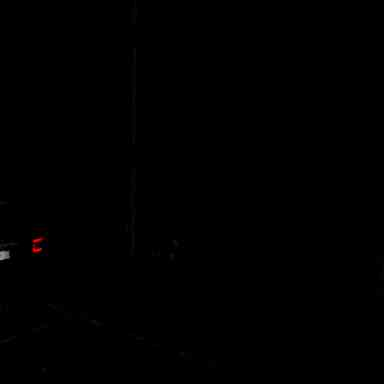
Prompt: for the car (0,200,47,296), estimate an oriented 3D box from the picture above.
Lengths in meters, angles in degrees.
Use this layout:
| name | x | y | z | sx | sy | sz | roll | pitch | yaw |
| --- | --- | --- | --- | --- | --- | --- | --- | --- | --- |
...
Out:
| name | x | y | z | sx | sy | sz | roll | pitch | yaw |
| --- | --- | --- | --- | --- | --- | --- | --- | --- | --- |
| car | -5.463 | 1.173 | 7.286 | 5.566 | 2.045 | 2.150 | 0 | 0 | 36 |
